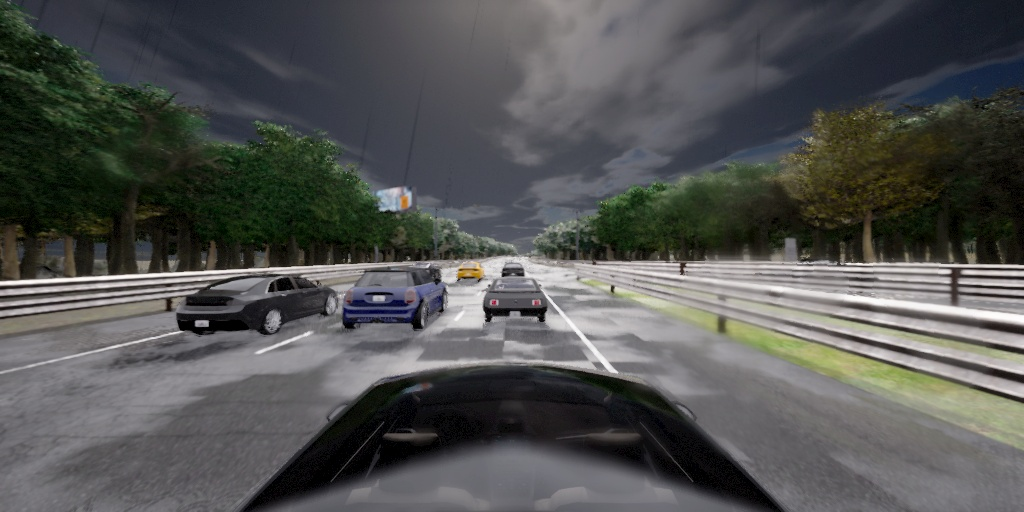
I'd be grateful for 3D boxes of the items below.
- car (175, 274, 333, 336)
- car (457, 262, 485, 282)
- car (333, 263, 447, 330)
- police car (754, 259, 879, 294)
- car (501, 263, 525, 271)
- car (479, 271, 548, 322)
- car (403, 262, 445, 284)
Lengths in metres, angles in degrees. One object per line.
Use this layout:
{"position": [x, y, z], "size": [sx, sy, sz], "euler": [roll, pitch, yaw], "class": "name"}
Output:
{"position": [-6.904, 1.265, 10.405], "size": [1.837, 1.490, 4.892], "euler": [0, 0, 0], "class": "car"}
{"position": [-3.413, 1.294, 30.344], "size": [1.882, 1.535, 5.008], "euler": [0, 0, 0], "class": "car"}
{"position": [-3.404, 1.114, 11.298], "size": [2.097, 1.767, 4.553], "euler": [0, 0, 0], "class": "car"}
{"position": [14.817, 0.945, 17.995], "size": [1.930, 1.638, 5.238], "euler": [0, -1, -15], "class": "police car"}
{"position": [0.087, 1.294, 30.327], "size": [1.882, 1.535, 5.008], "euler": [0, 0, 0], "class": "car"}
{"position": [0.089, 1.365, 12.421], "size": [1.895, 1.301, 4.718], "euler": [0, 0, 0], "class": "car"}
{"position": [-6.911, 1.301, 28.682], "size": [2.128, 1.511, 4.902], "euler": [0, 0, 0], "class": "car"}
